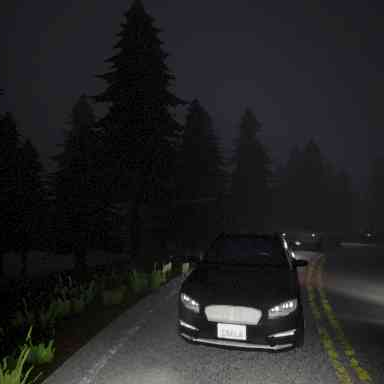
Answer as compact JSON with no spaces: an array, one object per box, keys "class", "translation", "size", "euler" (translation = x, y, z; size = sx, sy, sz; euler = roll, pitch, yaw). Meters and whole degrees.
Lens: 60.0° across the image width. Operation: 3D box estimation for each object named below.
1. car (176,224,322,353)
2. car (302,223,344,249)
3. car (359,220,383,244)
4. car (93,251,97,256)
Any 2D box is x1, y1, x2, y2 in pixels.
[{"class":"car","translation":[1.129,1.561,6.581],"size":[2.128,1.511,4.902],"euler":[-1,-2,15]},{"class":"car","translation":[6.469,2.305,17.648],"size":[1.895,1.301,4.718],"euler":[-3,-6,39]},{"class":"car","translation":[15.782,3.220,26.426],"size":[5.566,2.045,2.150],"euler":[8,-8,-28]},{"class":"car","translation":[-20.297,13.650,72.940],"size":[4.181,1.381,1.994],"euler":[-2,-5,31]}]
